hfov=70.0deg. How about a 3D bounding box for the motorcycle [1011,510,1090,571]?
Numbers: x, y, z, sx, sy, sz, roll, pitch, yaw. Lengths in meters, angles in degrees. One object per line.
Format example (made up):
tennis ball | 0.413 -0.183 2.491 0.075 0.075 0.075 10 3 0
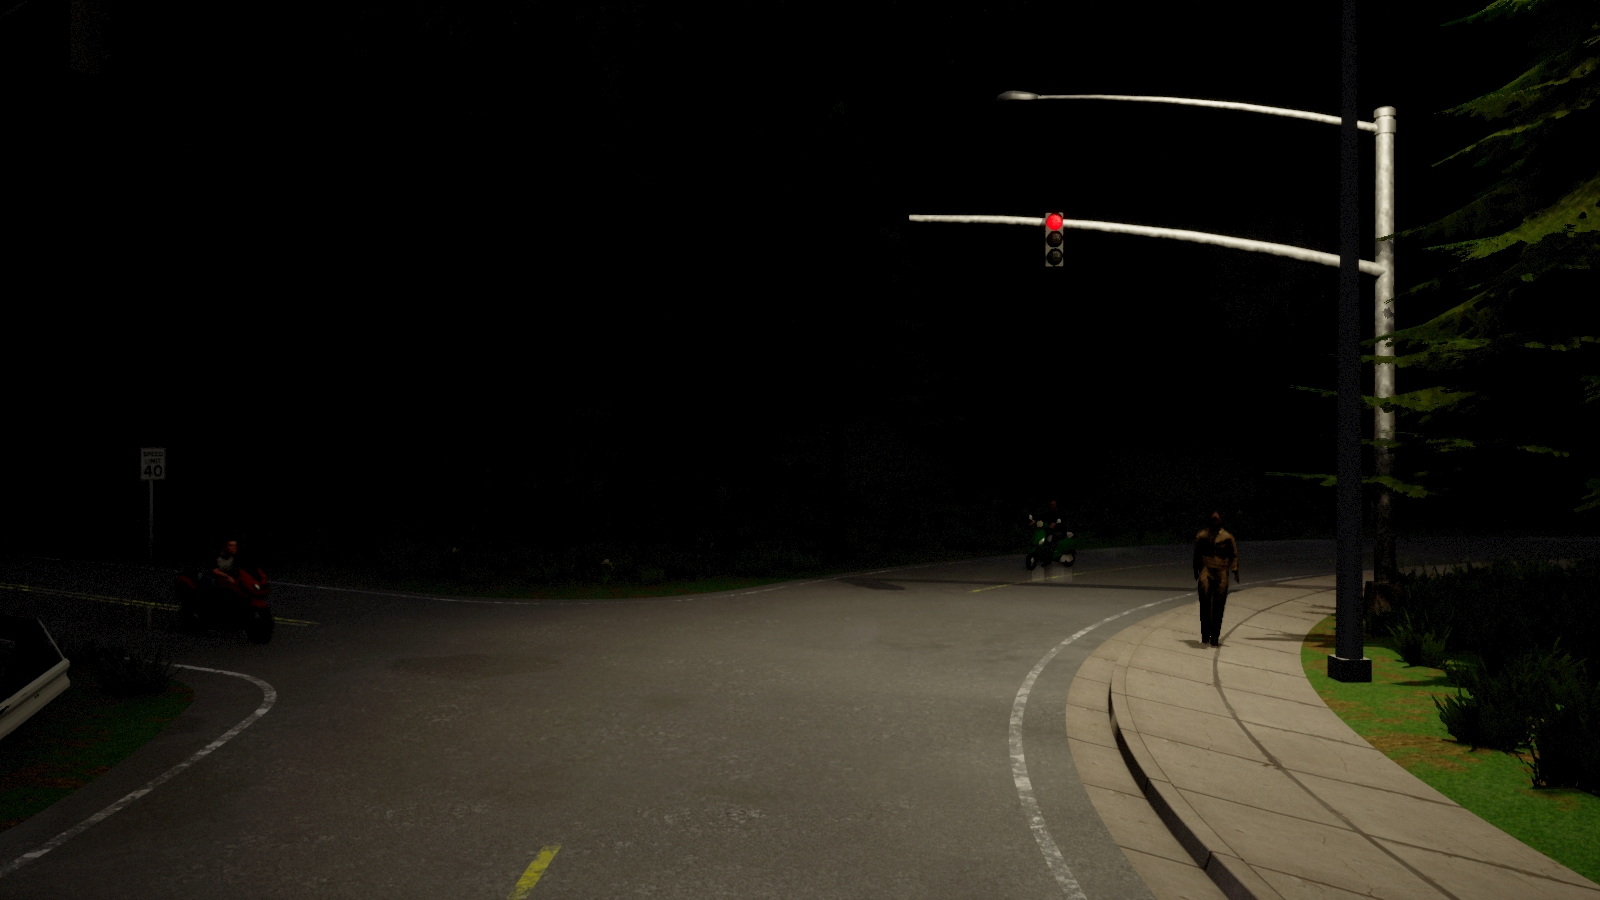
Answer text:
motorcycle | 5.937 2.115 27.011 1.805 1.316 0.856 0 0 -37

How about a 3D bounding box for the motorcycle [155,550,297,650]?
motorcycle | -8.368 2.152 16.647 2.033 1.199 0.803 1 1 27

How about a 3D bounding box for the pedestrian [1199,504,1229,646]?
pedestrian | 5.593 1.671 15.434 0.375 1.860 0.375 0 0 19
